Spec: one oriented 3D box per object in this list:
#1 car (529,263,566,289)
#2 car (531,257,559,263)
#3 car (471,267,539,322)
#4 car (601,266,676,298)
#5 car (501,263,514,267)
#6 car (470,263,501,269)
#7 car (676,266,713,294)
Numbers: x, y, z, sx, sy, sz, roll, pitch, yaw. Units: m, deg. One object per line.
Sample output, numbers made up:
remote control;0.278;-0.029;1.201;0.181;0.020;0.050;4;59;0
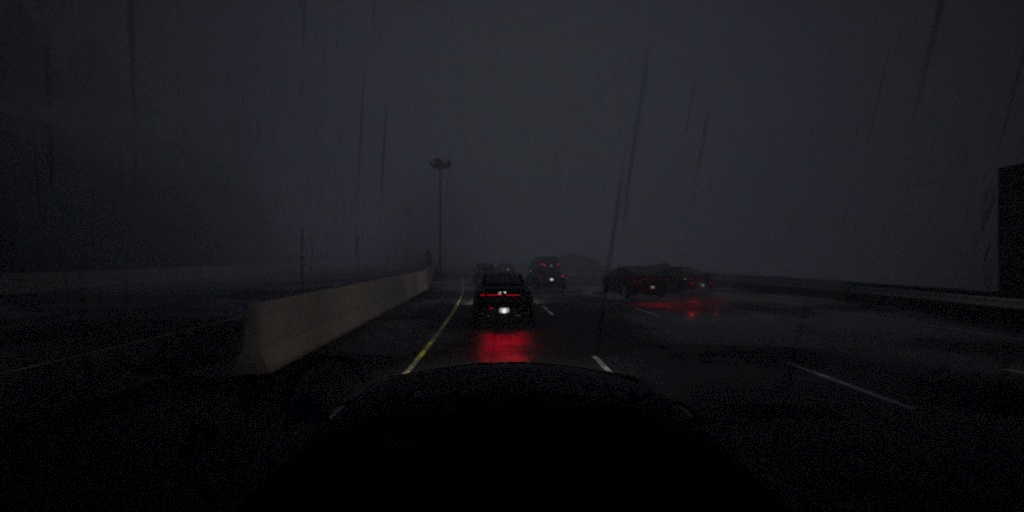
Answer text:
car;2.145;1.377;23.386;1.994;1.385;4.181;0;0;-6
car;3.380;1.077;38.014;2.150;2.045;5.566;0;0;-11
car;-0.352;1.290;12.524;1.837;1.490;4.892;0;0;-3
car;6.173;1.266;18.723;1.882;1.535;5.008;0;0;-5
car;-0.881;1.440;41.129;1.994;1.385;4.181;0;0;-12
car;-2.380;1.351;30.395;1.837;1.490;4.892;0;0;-9
car;9.514;1.311;20.617;1.812;1.442;4.674;0;0;-6
